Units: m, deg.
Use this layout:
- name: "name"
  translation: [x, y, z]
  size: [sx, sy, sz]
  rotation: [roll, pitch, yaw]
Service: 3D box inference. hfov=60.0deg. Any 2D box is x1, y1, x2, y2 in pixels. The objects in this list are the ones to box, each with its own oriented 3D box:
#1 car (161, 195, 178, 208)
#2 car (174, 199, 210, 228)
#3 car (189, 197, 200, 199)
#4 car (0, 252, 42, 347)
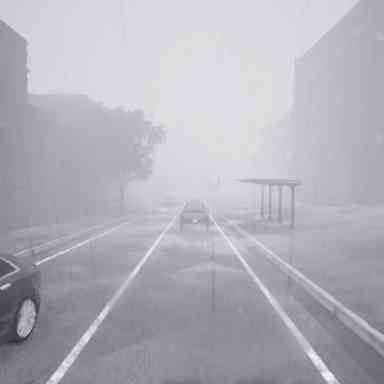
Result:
- name: "car"
  translation: [-2.923, 1.210, 45.124]
  size: [2.097, 1.767, 4.553]
  rotation: [0, 1, 1]
- name: "car"
  translation: [0.179, 1.495, 22.189]
  size: [2.128, 1.511, 4.902]
  rotation: [0, 0, 0]
- name: "car"
  translation: [0.293, 1.379, 42.462]
  size: [2.128, 1.511, 4.902]
  rotation: [0, 1, 0]
- name: "car"
  translation: [-3.392, 1.503, 3.599]
  size: [1.837, 1.490, 4.892]
  rotation: [0, 0, 1]
